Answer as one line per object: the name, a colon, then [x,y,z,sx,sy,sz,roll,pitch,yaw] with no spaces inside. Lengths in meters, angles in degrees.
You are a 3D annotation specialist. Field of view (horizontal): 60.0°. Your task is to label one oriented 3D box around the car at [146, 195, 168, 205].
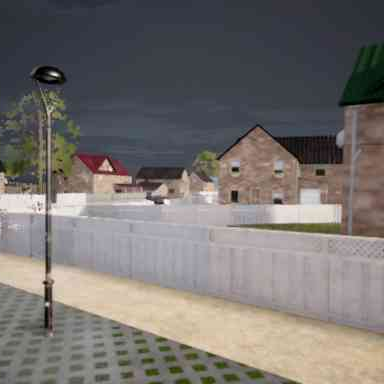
car: [-5.432,1.178,52.595,2.033,1.411,5.357,2,1,19]
